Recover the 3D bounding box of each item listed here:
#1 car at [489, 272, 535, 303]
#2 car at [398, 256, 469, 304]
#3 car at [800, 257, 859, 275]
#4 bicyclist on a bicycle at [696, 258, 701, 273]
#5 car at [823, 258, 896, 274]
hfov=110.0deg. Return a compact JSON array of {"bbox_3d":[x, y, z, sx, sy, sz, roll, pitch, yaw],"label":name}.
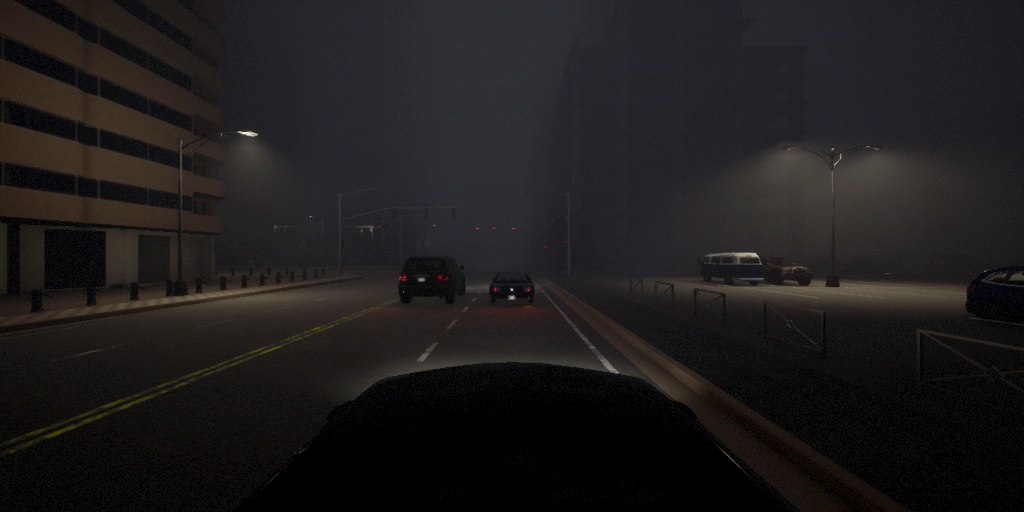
[{"bbox_3d":[0.000,1.365,16.530,1.895,1.301,4.718,0,0,0],"label":"car"},{"bbox_3d":[-3.500,1.007,16.530,2.150,2.045,5.566,0,0,0],"label":"car"},{"bbox_3d":[37.507,1.211,42.288,4.892,1.490,1.837,0,0,0],"label":"car"},{"bbox_3d":[18.331,0.996,34.838,0.582,1.620,1.656,0,0,0],"label":"bicyclist on a bicycle"},{"bbox_3d":[37.519,1.257,38.788,5.357,1.411,2.033,0,0,0],"label":"car"}]
